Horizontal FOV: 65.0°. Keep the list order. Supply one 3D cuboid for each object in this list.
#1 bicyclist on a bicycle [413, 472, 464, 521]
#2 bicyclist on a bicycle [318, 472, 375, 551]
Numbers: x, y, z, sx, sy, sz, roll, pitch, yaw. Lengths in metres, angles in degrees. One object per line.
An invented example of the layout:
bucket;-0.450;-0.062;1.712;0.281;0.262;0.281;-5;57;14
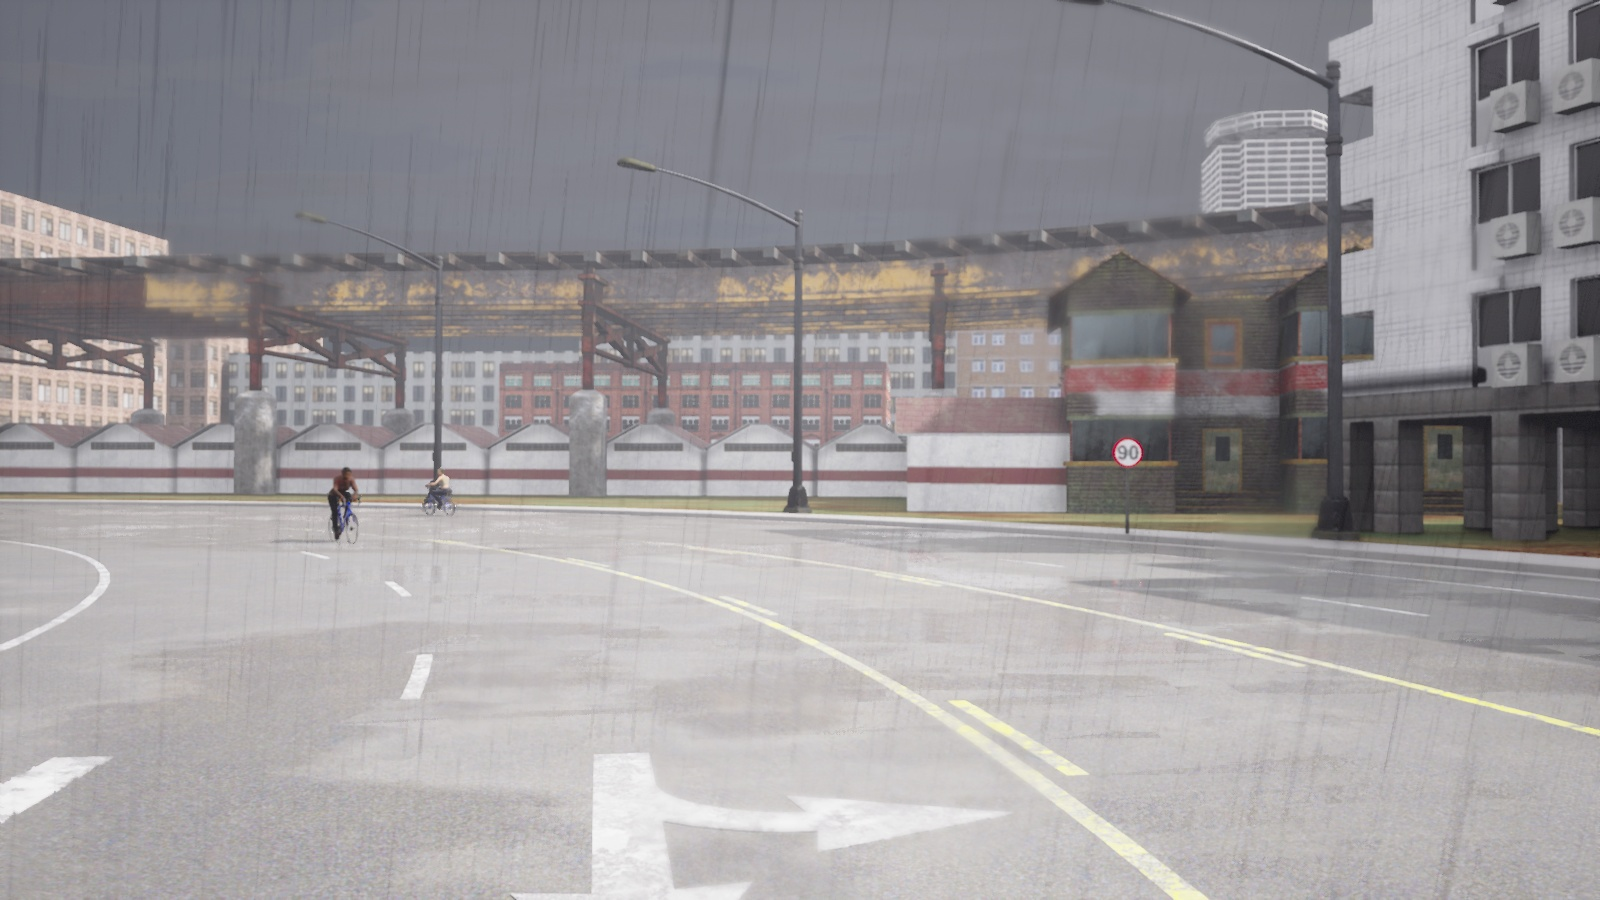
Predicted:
bicyclist on a bicycle;-12.294;1.562;42.669;1.509;1.612;0.866;-1;-1;32
bicyclist on a bicycle;-9.633;1.282;26.630;0.582;1.620;1.656;0;-1;-41
